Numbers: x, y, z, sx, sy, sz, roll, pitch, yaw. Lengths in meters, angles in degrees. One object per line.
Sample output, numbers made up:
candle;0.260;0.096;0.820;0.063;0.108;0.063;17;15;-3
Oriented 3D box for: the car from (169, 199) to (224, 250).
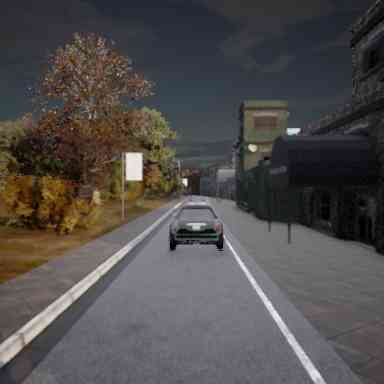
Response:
car;0.192;1.347;14.488;2.097;1.767;4.553;0;0;1
